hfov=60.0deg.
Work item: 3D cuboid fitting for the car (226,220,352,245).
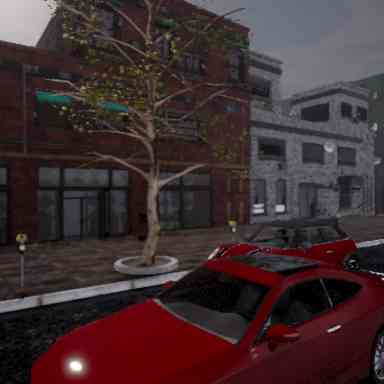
[{"bbox_3d":[2.285,1.462,8.194,4.097,1.590,1.967,0,-1,-35],"label":"car"}]

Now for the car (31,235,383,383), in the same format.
[{"bbox_3d":[0.688,1.535,3.852,4.674,1.442,1.812,0,0,-36],"label":"car"}]
